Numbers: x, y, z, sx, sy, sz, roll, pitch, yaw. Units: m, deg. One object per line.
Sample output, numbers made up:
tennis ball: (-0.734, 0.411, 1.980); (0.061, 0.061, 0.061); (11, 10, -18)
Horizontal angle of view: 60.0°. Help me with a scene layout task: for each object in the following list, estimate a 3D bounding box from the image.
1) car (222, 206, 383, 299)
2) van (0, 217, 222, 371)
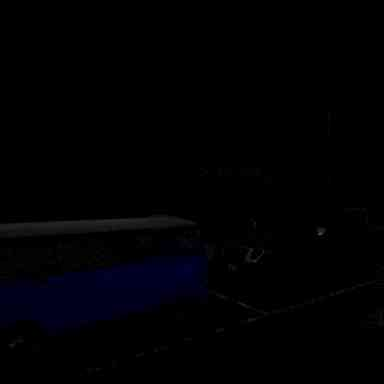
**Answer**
car: (2.910, 1.312, 8.613); (5.009, 1.841, 2.192); (0, -1, -35)
van: (-1.642, 1.340, 5.375); (3.998, 1.788, 1.690); (0, -1, -35)
